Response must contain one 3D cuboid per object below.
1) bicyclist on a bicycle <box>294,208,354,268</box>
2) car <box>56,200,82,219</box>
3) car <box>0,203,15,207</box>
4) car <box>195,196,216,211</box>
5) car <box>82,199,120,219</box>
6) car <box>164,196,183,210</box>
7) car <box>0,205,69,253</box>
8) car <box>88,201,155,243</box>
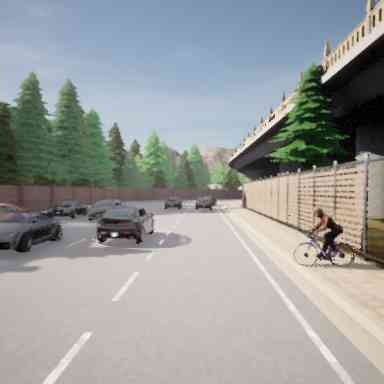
[{"bbox_3d":[3.616,1.273,9.097,1.656,1.620,0.582,1,0,2],"label":"bicyclist on a bicycle"},{"bbox_3d":[-9.725,1.328,26.407,1.994,1.385,4.181,0,0,3],"label":"car"},{"bbox_3d":[-10.080,1.298,16.505,1.882,1.535,5.008,0,0,2],"label":"car"},{"bbox_3d":[1.354,1.274,37.921,2.128,1.511,4.902,0,0,2],"label":"car"},{"bbox_3d":[-6.285,1.303,24.905,1.837,1.490,4.892,0,1,2],"label":"car"},{"bbox_3d":[-2.115,1.239,39.346,2.128,1.511,4.902,0,1,2],"label":"car"},{"bbox_3d":[-6.702,1.433,12.878,1.994,1.385,4.181,0,0,2],"label":"car"},{"bbox_3d":[-2.920,1.389,15.317,1.837,1.490,4.892,0,0,2],"label":"car"}]
